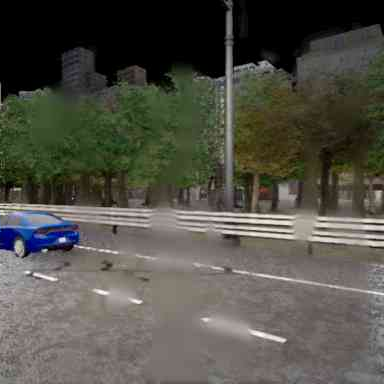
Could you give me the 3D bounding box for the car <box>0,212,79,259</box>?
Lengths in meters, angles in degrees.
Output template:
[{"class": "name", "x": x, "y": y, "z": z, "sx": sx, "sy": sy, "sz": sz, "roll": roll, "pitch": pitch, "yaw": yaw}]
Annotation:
[{"class": "car", "x": -6.419, "y": 1.495, "z": 12.756, "sx": 5.008, "sy": 1.535, "sz": 1.882, "roll": 0, "pitch": 0, "yaw": 36}]
